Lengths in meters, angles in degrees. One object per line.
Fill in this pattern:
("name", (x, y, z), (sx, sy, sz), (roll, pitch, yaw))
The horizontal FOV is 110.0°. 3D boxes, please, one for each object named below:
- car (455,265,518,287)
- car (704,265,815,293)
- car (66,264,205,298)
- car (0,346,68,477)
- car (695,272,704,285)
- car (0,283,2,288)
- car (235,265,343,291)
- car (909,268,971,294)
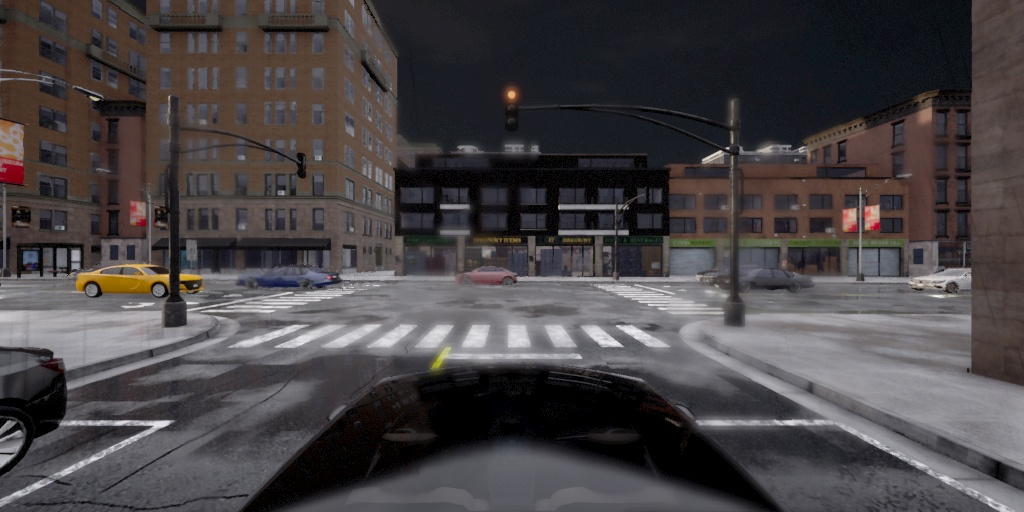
("car", (-1.699, 1.312, 24.115), (4.181, 1.385, 1.994), (0, 0, 0))
("car", (14.570, 1.378, 20.969), (5.357, 1.411, 2.033), (0, 0, -3))
("car", (-17.789, 1.149, 17.328), (5.008, 1.535, 1.882), (0, 0, 0))
("car", (-5.387, 1.316, 1.844), (1.948, 1.339, 4.313), (0, 0, 0))
("car", (15.012, 1.324, 24.202), (4.902, 1.511, 2.128), (0, 0, 0))
("car", (-27.855, 1.150, 17.277), (4.674, 1.442, 1.812), (0, 0, 0))
("car", (-12.794, 1.242, 20.805), (5.357, 1.411, 2.033), (0, 0, 0))
("car", (26.251, 1.419, 21.004), (4.674, 1.442, 1.812), (0, 0, 0))
